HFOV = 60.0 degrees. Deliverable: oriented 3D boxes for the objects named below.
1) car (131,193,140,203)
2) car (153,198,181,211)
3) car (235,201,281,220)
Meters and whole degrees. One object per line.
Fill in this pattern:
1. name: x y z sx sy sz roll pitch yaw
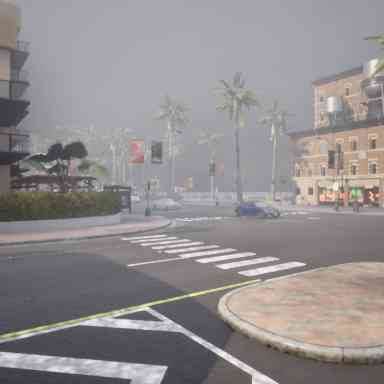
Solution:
1. car: -12.658 1.221 67.386 2.150 2.045 5.566 0 0 -38
2. car: -3.203 1.527 41.744 1.812 1.442 4.674 0 1 -35
3. car: 5.590 1.526 28.784 1.812 1.442 4.674 0 0 -30
